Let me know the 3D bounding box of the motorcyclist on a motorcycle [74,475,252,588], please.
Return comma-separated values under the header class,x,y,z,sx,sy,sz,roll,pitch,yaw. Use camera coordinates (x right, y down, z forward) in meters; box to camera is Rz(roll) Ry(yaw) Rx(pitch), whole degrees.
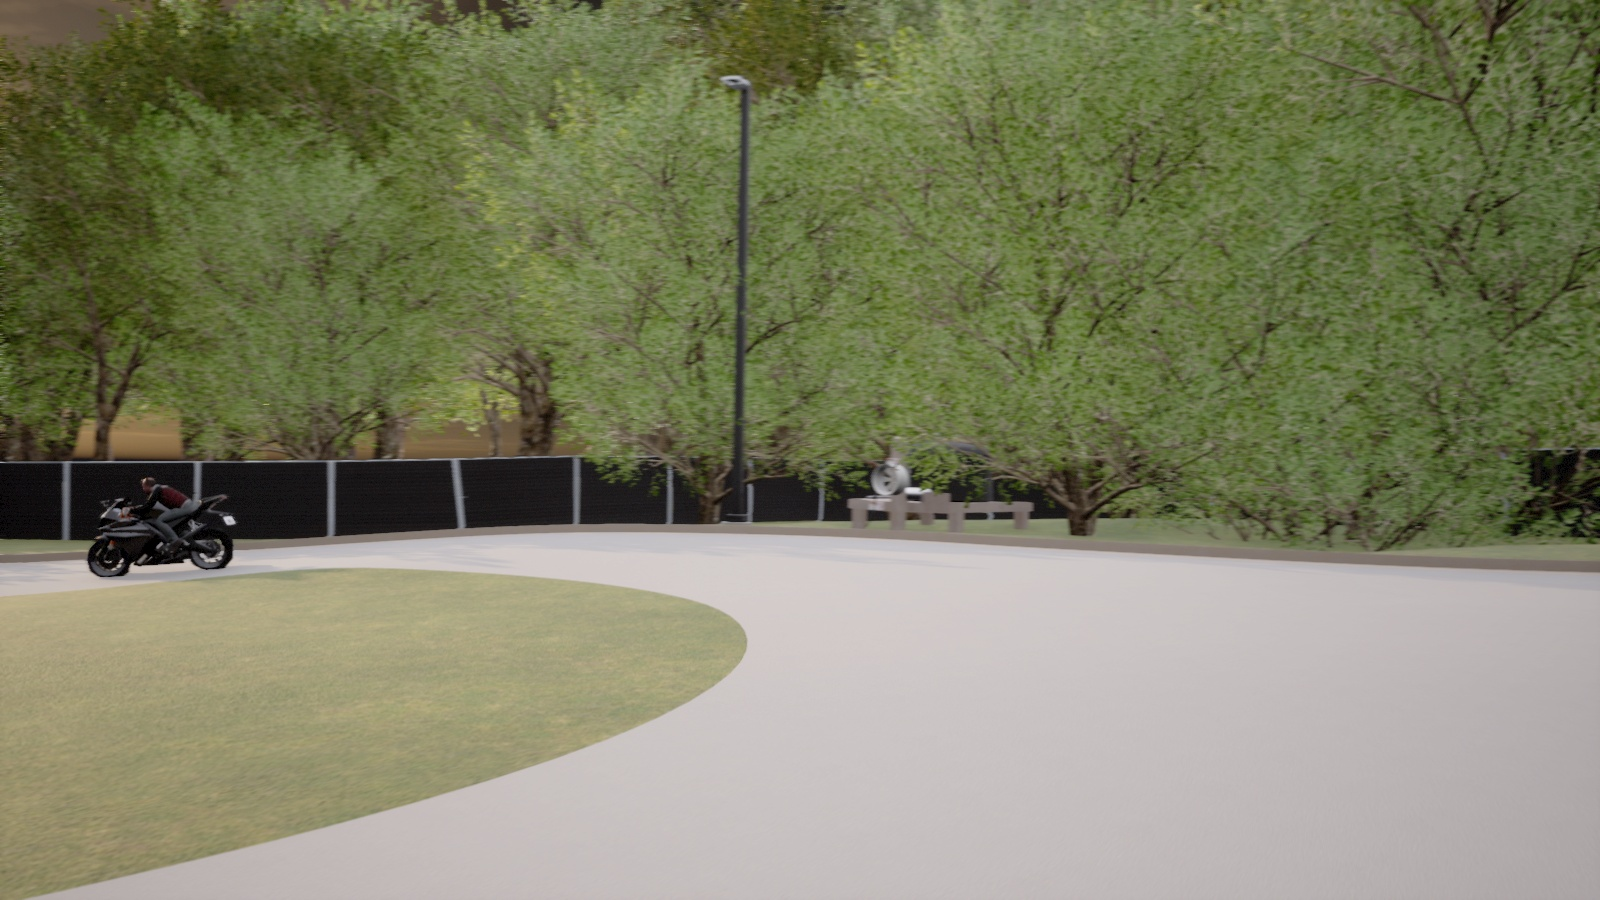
class,x,y,z,sx,sy,sz,roll,pitch,yaw
motorcyclist on a motorcycle,-9.822,1.243,19.433,2.191,1.530,0.866,-4,0,-2
